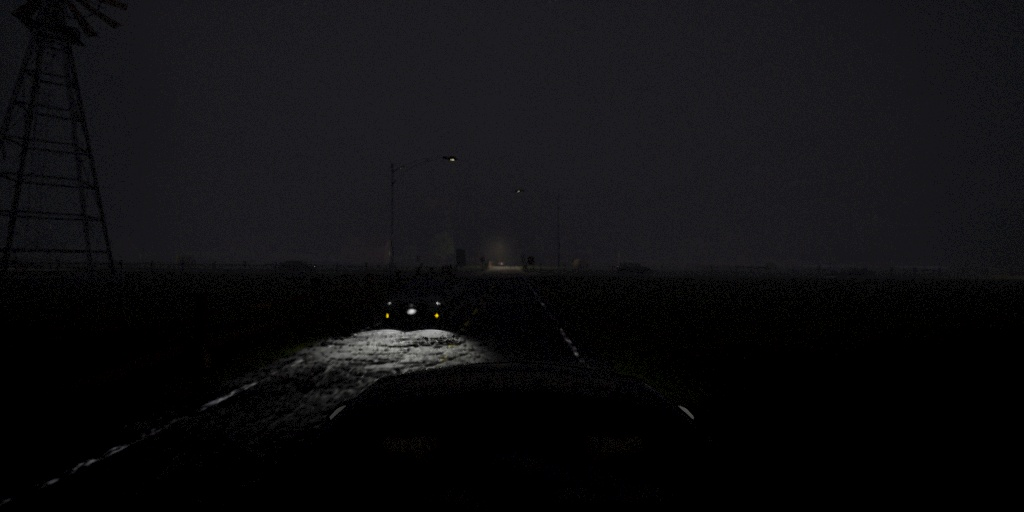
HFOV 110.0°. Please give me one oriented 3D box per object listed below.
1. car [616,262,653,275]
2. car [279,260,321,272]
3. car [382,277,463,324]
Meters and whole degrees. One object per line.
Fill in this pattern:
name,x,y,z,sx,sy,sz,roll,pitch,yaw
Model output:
car,16.258,1.572,47.625,4.553,1.767,2.097,1,-1,-1
car,-27.738,1.277,47.000,4.892,1.490,1.837,1,-1,-1
car,-2.859,1.413,12.237,1.994,1.385,4.181,0,-1,0
